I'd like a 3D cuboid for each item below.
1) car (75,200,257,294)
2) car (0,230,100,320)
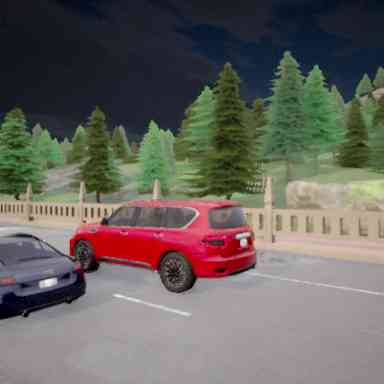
[{"bbox_3d":[-0.994,1.234,9.085,5.566,2.045,2.150,0,0,36],"label":"car"},{"bbox_3d":[-4.154,1.577,7.062,4.181,1.385,1.994,0,0,36],"label":"car"}]
